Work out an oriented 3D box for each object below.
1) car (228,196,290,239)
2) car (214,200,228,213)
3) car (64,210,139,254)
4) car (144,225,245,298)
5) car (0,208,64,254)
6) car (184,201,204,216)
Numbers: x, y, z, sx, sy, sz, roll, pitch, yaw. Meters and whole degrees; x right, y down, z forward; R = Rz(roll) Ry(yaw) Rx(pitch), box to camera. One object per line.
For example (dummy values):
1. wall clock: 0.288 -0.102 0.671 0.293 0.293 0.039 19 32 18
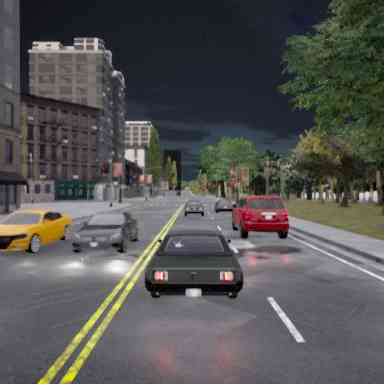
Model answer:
1. car: 3.395 1.203 17.323 2.150 2.045 5.566 0 0 0
2. car: 3.457 1.519 35.981 1.994 1.385 4.181 0 0 0
3. car: -3.309 1.511 13.566 1.812 1.442 4.674 0 0 0
4. car: 0.067 1.592 8.427 1.895 1.301 4.718 0 0 1
5. car: -6.560 1.463 13.614 1.882 1.535 5.008 0 0 0
6. car: 0.198 1.509 31.480 2.033 1.411 5.357 0 0 0
